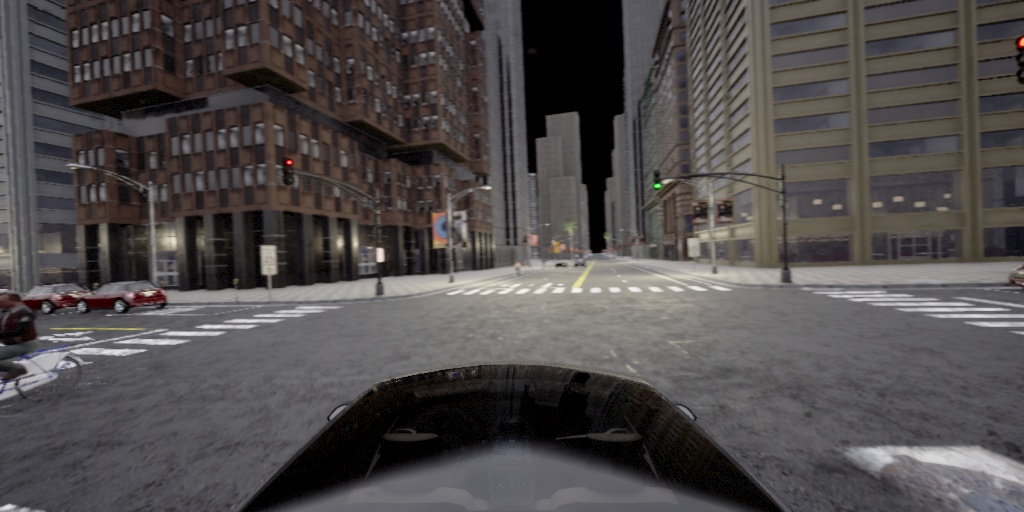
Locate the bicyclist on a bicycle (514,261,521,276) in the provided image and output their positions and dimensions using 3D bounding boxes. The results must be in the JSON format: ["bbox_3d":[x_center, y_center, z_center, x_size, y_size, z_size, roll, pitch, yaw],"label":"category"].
[{"bbox_3d":[0.627,1.407,39.368,0.866,1.612,1.509,-2,0,13],"label":"bicyclist on a bicycle"}]

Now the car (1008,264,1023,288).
[{"bbox_3d":[20.338,0.401,12.319,4.097,1.591,1.967,0,0,14],"label":"car"}]

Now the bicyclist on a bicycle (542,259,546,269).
[{"bbox_3d":[5.080,1.297,57.612,0.659,1.776,1.843,-2,-1,14],"label":"bicyclist on a bicycle"}]

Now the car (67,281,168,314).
[{"bbox_3d":[-20.618,2.097,18.972,4.097,1.591,1.967,0,0,14],"label":"car"}]

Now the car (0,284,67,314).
[{"bbox_3d":[-25.888,2.324,20.239,4.097,1.591,1.967,0,0,14],"label":"car"}]

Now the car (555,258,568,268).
[{"bbox_3d":[8.675,1.430,62.900,1.895,1.301,4.718,-2,0,14],"label":"car"}]

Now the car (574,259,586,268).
[{"bbox_3d":[11.835,1.184,62.169,1.882,1.535,5.008,-2,0,14],"label":"car"}]

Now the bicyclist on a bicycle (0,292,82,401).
[{"bbox_3d":[-7.549,1.428,5.184,0.659,1.776,1.843,-2,-1,14],"label":"bicyclist on a bicycle"}]
